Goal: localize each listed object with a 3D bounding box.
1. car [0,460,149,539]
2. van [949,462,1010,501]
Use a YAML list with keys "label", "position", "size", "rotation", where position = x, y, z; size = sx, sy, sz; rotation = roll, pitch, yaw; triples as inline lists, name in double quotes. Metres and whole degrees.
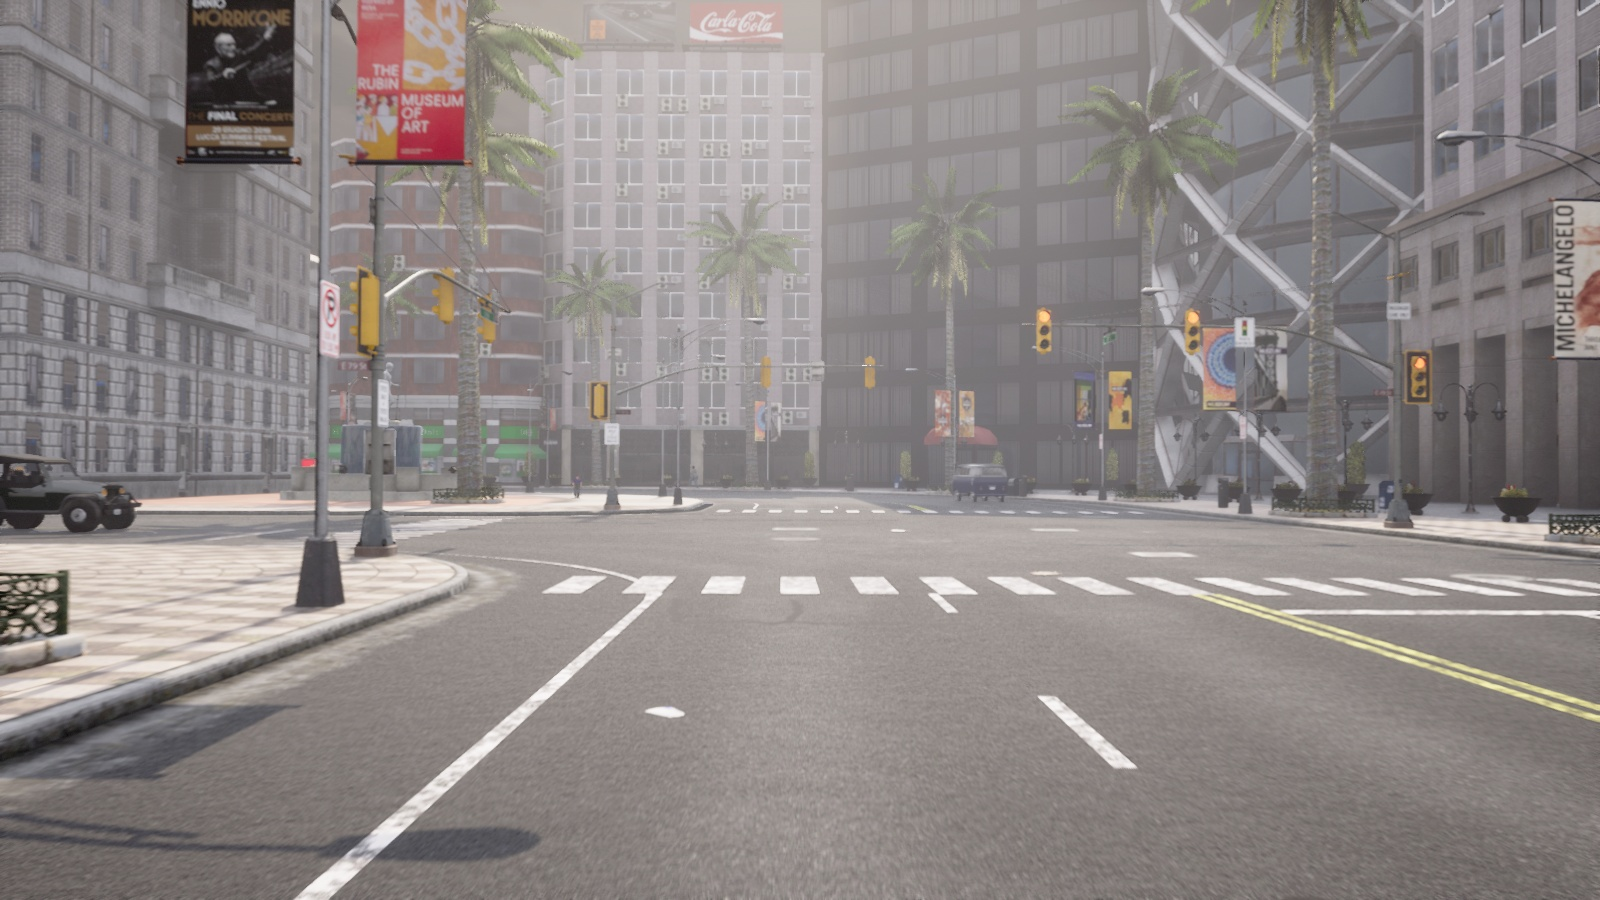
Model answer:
- label: "car"
  position: [-18.553, 1.203, 31.101]
  size: [3.866, 1.878, 1.905]
  rotation: [0, -1, 0]
- label: "van"
  position: [9.284, 1.624, 65.389]
  size: [1.775, 1.987, 4.442]
  rotation: [0, -1, -11]
